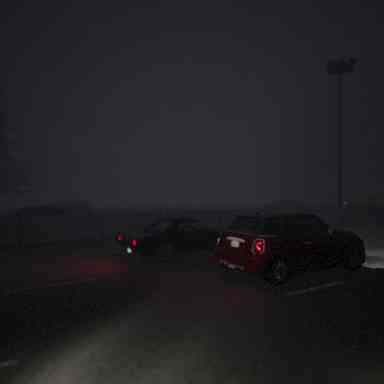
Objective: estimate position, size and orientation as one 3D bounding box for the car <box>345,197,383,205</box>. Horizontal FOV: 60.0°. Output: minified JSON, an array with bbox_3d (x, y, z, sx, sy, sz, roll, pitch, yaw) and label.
[{"bbox_3d":[19.618,1.365,38.229,4.553,1.767,2.097,0,0,-26],"label":"car"}]

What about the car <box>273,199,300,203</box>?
[{"bbox_3d":[10.522,1.531,37.675,5.357,1.411,2.033,0,0,-26],"label":"car"}]

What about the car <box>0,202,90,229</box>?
[{"bbox_3d":[-8.934,1.489,18.926,5.357,1.411,2.033,0,0,-33],"label":"car"}]

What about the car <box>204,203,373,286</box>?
[{"bbox_3d":[2.907,1.347,9.582,4.553,1.767,2.097,0,0,-32],"label":"car"}]

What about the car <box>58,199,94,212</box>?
[{"bbox_3d":[-11.317,1.410,29.807,4.902,1.511,2.128,0,0,-32],"label":"car"}]

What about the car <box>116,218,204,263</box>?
[{"bbox_3d":[-0.139,1.583,11.852,4.718,1.301,1.895,0,0,-32],"label":"car"}]
